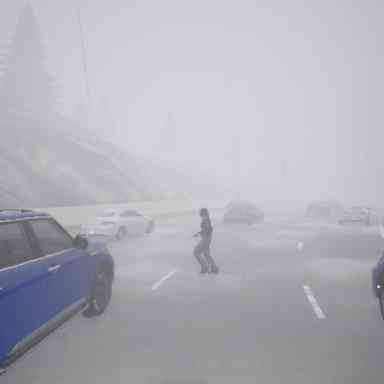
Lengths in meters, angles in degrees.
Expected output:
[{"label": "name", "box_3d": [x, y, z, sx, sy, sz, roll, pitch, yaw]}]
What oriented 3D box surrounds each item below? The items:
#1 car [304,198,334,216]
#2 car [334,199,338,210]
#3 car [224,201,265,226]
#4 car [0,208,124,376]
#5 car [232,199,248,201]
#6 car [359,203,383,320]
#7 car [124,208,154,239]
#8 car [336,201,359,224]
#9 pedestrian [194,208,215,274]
[{"label": "car", "box_3d": [12.239, 1.526, 32.216, 1.812, 1.442, 4.674, 0, 0, 29]}, {"label": "car", "box_3d": [17.200, 1.526, 41.302, 1.812, 1.442, 4.674, 0, 0, 28]}, {"label": "car", "box_3d": [3.803, 1.564, 23.761, 1.994, 1.385, 4.181, 0, 0, 26]}, {"label": "car", "box_3d": [-2.875, 1.223, 4.428, 2.150, 2.045, 5.566, 0, 0, 6]}, {"label": "car", "box_3d": [5.004, 1.490, 33.586, 2.128, 1.511, 4.902, 0, 0, 29]}, {"label": "car", "box_3d": [4.015, 1.223, 3.427, 2.150, 2.045, 5.566, 0, 0, 6]}, {"label": "car", "box_3d": [-3.590, 1.526, 16.754, 1.812, 1.442, 4.674, 0, 0, 20]}, {"label": "car", "box_3d": [11.786, 1.525, 24.023, 1.812, 1.442, 4.674, 0, 0, 28]}, {"label": "pedestrian", "box_3d": [0.348, 1.294, 9.027, 0.375, 1.860, 0.375, 0, 0, 13]}]
